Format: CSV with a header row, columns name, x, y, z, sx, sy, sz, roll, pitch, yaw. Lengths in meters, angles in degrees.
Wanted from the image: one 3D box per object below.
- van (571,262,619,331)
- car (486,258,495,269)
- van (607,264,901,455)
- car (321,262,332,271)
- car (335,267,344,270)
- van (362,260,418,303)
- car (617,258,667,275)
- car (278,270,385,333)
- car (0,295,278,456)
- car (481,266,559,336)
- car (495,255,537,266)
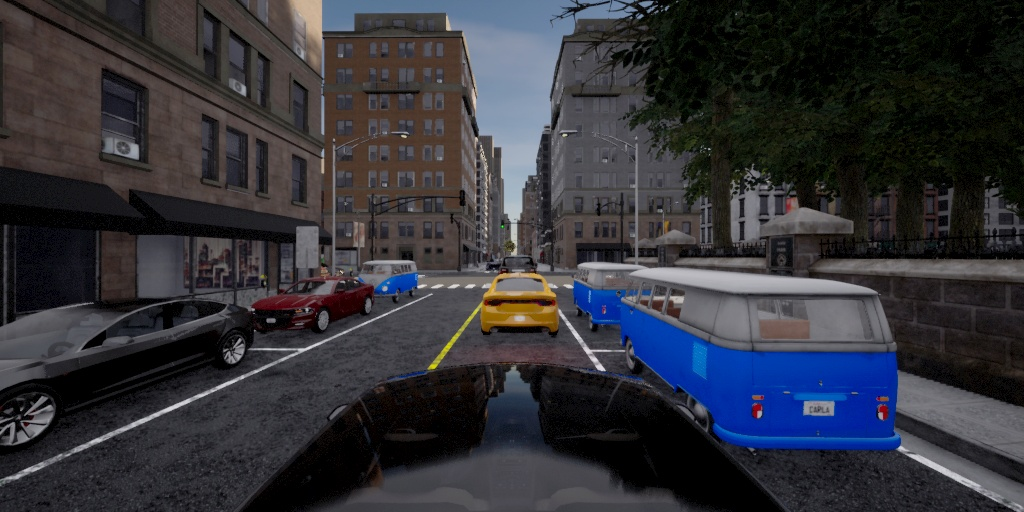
name,x,y,z,sx,sy,sz,roll,pitch,yaw
van,2.824,1.089,10.634,1.690,1.789,3.998,0,0,1
car,-2.325,1.085,49.585,2.097,1.767,4.553,0,0,2
van,2.713,1.090,4.978,1.690,1.789,3.998,0,0,1
car,-17.159,1.084,28.586,4.553,1.767,2.097,0,0,0
car,-17.471,1.249,31.837,4.892,1.490,1.837,0,0,0
van,-5.589,1.087,16.451,1.690,1.789,3.998,0,0,1
car,13.839,1.093,38.347,4.553,1.767,2.097,0,0,0
car,-5.700,1.294,10.792,1.888,1.381,4.507,0,0,1
car,-5.810,1.315,5.133,1.948,1.339,4.313,0,0,1
car,0.222,1.226,10.422,1.882,1.535,5.008,0,0,1
car,0.312,0.965,20.858,2.150,2.045,5.566,0,0,0
